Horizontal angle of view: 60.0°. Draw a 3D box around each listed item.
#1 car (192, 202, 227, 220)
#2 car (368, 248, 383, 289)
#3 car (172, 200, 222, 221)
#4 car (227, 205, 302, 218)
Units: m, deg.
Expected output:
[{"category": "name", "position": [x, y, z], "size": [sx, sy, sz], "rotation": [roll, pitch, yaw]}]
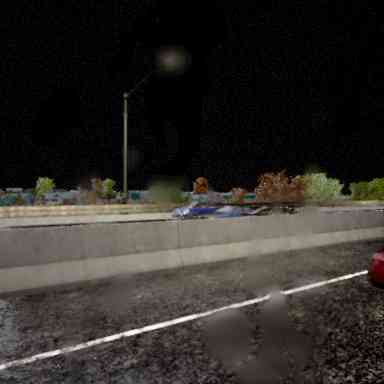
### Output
[{"category": "car", "position": [2.965, 1.630, 23.194], "size": [5.357, 1.411, 2.033], "rotation": [0, 0, -35]}, {"category": "car", "position": [6.142, 1.615, 8.076], "size": [4.181, 1.385, 1.994], "rotation": [0, 0, -35]}, {"category": "car", "position": [0.653, 1.430, 25.842], "size": [4.553, 1.767, 2.097], "rotation": [0, 0, -35]}, {"category": "car", "position": [4.712, 1.586, 20.140], "size": [4.892, 1.490, 1.837], "rotation": [0, 0, -35]}]
